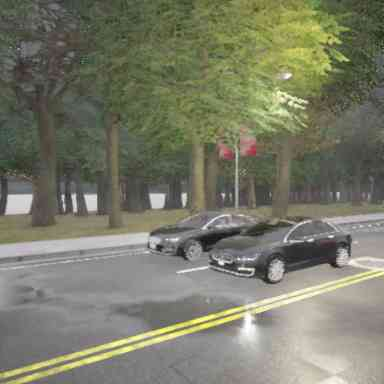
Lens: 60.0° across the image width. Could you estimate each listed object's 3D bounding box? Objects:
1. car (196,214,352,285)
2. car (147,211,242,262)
[{"bbox_3d":[2.700,1.490,9.592,4.892,1.490,1.837,0,0,-35],"label":"car"},{"bbox_3d":[0.731,1.477,12.180,4.902,1.511,2.128,0,0,-35],"label":"car"}]
